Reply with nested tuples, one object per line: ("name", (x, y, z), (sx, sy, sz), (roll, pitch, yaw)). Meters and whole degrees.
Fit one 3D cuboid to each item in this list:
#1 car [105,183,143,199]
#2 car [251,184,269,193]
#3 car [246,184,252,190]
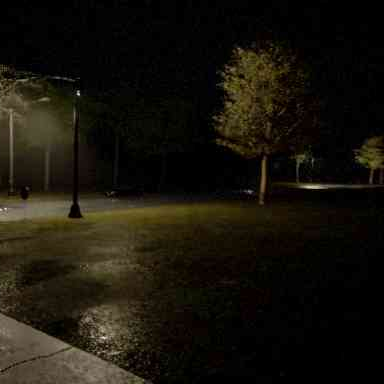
("car", (-9.198, -0.124, 45.336), (2.150, 2.045, 5.566), (4, 5, 35))
("car", (14.291, -0.555, 67.736), (1.882, 1.535, 5.008), (4, 4, 30))
("car", (14.288, -1.134, 78.081), (2.128, 1.511, 4.902), (4, 4, 35))
